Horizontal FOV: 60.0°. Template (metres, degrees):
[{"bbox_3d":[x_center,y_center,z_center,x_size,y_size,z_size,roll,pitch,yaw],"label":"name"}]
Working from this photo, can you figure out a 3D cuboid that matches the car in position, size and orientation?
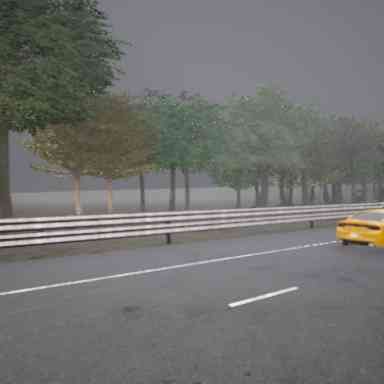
[{"bbox_3d":[8.028,1.452,13.783,5.008,1.535,1.882,0,0,-35],"label":"car"}]
